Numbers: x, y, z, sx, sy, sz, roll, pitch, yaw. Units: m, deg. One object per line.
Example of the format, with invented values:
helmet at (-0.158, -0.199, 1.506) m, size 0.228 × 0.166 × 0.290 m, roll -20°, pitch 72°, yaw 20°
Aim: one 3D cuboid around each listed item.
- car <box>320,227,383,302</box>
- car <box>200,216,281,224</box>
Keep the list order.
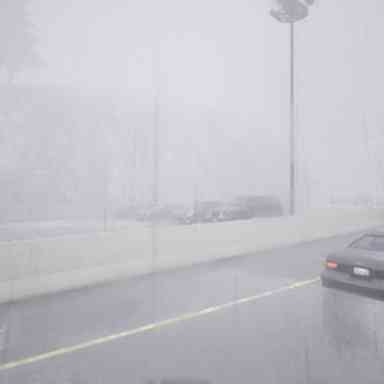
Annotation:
car at (5.134, 1.536, 7.808) m, size 5.357 × 1.411 × 2.033 m, roll 0°, pitch 0°, yaw -39°
car at (3.310, 1.215, 20.161) m, size 5.566 × 2.045 × 2.150 m, roll 0°, pitch 0°, yaw -41°
